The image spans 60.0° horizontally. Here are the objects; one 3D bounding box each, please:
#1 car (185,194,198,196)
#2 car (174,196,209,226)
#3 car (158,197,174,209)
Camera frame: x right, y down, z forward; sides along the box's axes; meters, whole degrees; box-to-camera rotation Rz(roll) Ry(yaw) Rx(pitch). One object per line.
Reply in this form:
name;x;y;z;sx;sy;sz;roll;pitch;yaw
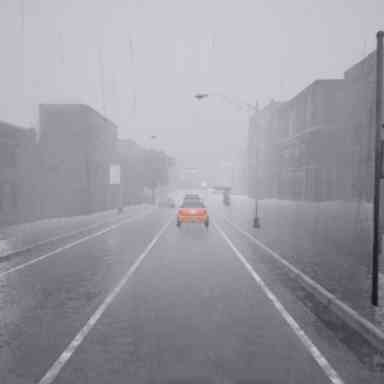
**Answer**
car;-0.038;1.289;42.854;2.150;2.045;5.566;0;0;0
car;0.045;1.365;23.549;2.097;1.767;4.553;0;0;0
car;-3.438;1.430;45.610;2.097;1.767;4.553;0;0;0
